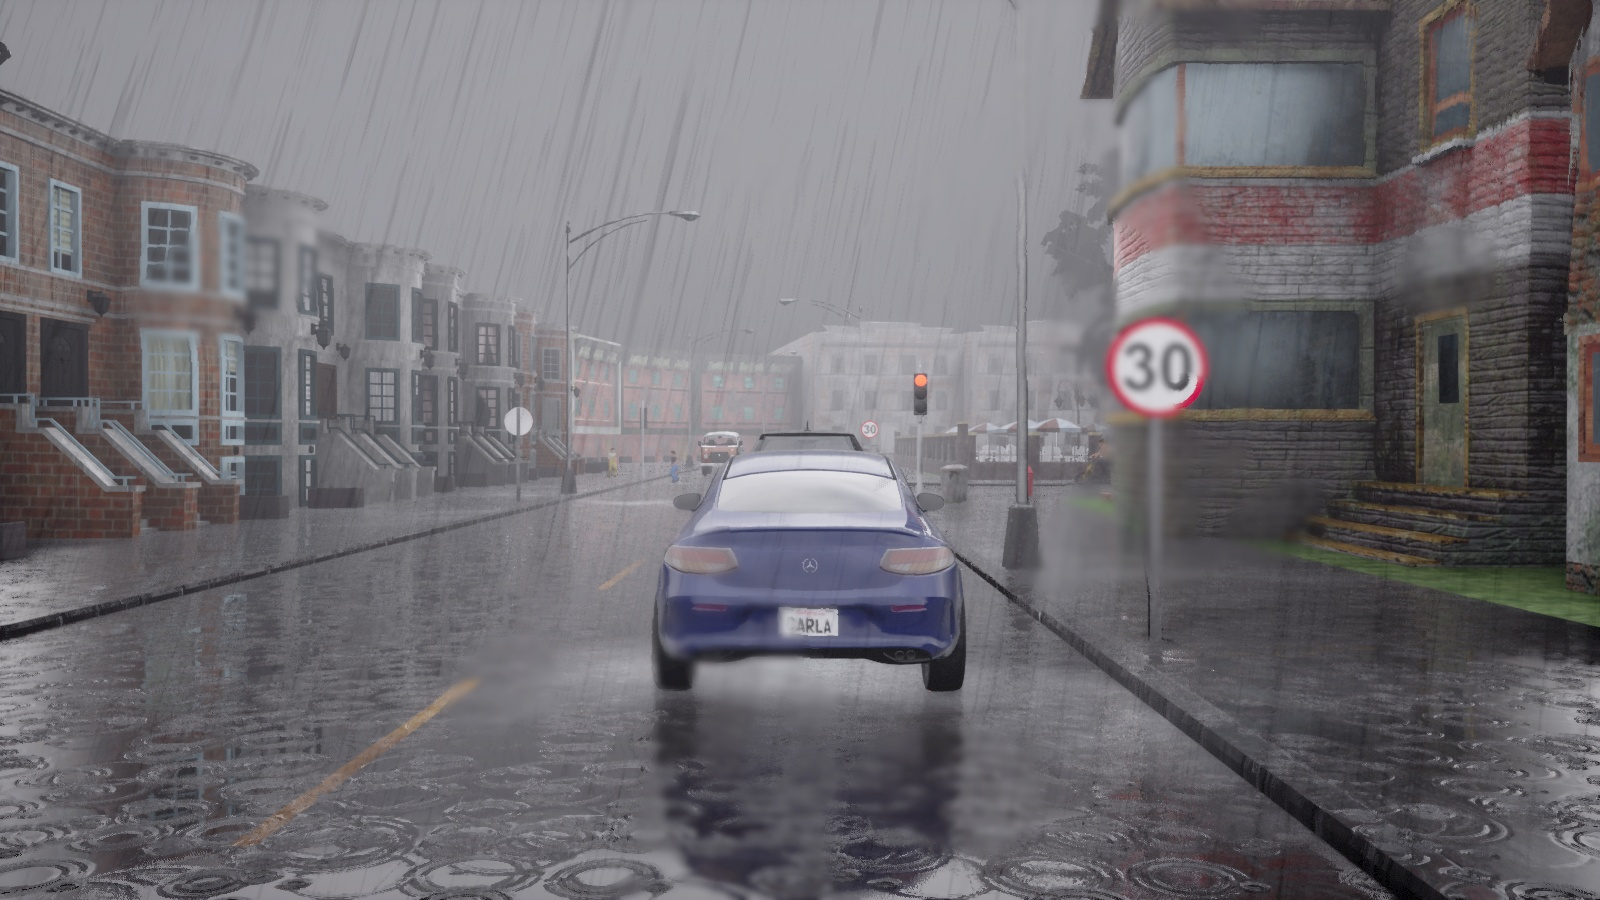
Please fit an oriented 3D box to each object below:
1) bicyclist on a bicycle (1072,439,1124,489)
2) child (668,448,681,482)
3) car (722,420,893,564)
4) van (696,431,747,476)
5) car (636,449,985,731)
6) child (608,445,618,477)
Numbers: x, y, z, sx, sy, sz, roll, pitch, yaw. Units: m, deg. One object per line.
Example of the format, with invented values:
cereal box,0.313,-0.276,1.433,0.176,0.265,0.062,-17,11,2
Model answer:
bicyclist on a bicycle,9.752,0.459,41.116,1.509,1.612,0.866,0,0,0
child,-4.680,0.549,46.694,0.437,1.263,0.270,0,0,-19
car,0.110,0.505,17.764,2.097,1.767,4.553,0,0,0
van,-3.675,0.131,59.481,2.069,2.038,4.480,0,0,0
car,0.065,0.722,8.854,1.812,1.442,4.674,0,0,0
child,-7.583,0.443,50.842,0.270,1.263,0.437,0,0,-29
